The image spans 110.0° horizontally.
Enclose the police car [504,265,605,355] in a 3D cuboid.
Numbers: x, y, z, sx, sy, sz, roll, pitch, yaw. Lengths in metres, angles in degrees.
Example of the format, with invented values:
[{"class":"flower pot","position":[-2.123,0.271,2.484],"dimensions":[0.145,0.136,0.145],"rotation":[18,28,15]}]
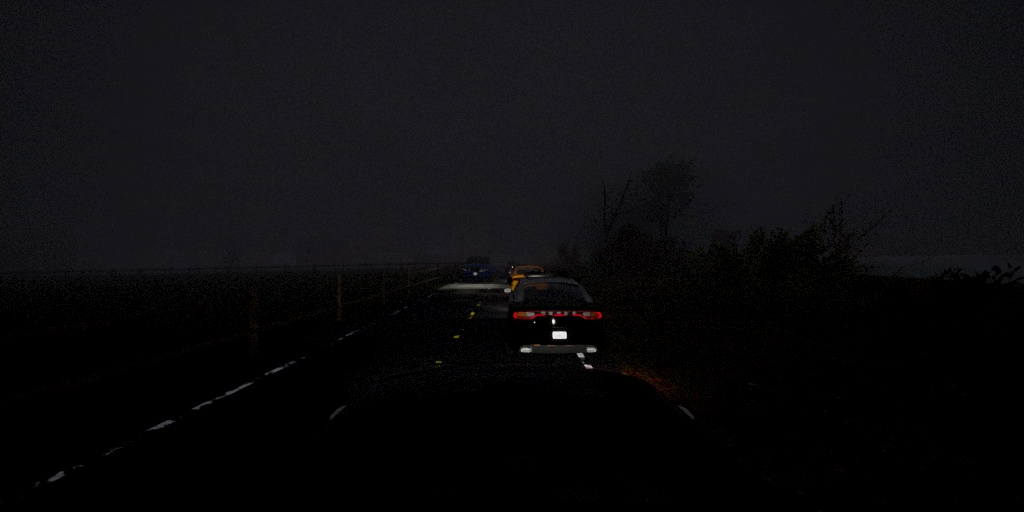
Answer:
[{"class":"police car","position":[0.832,1.174,8.825],"dimensions":[1.930,1.638,5.238],"rotation":[0,0,0]}]

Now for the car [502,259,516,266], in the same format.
[{"class":"car","position":[0.086,1.335,46.614],"dimensions":[1.994,1.385,4.181],"rotation":[0,0,0]}]

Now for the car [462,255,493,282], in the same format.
[{"class":"car","position":[-2.723,0.975,29.329],"dimensions":[2.150,2.045,5.566],"rotation":[0,0,0]}]

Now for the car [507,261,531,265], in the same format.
[{"class":"car","position":[0.841,1.228,18.715],"dimensions":[1.882,1.535,5.008],"rotation":[0,0,0]}]
